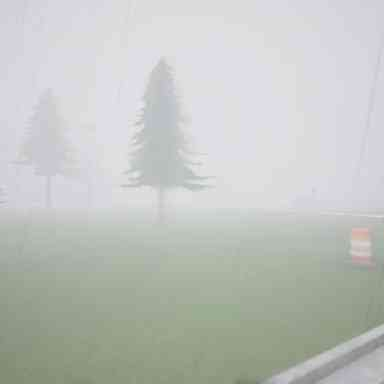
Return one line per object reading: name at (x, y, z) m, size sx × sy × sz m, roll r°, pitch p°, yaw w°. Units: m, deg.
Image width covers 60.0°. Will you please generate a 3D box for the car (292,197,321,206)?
car at (18.541, 1.530, 53.981) m, size 1.837 × 1.490 × 4.892 m, roll 0°, pitch 0°, yaw -34°
